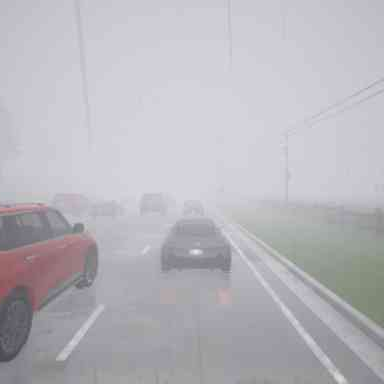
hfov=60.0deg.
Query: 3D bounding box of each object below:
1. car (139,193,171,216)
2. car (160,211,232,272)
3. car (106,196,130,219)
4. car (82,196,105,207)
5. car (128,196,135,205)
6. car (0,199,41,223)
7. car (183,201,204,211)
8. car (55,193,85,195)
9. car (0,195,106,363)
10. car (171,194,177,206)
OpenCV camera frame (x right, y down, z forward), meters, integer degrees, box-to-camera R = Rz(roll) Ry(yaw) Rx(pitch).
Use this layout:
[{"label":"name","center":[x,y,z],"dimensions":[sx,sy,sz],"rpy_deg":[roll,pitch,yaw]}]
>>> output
[{"label":"car","center":[-3.383,1.086,30.504],"dimensions":[2.150,2.045,5.566],"rpy_deg":[0,0,0]},{"label":"car","center":[0.106,1.515,10.603],"dimensions":[1.994,1.385,4.181],"rpy_deg":[0,0,0]},{"label":"car","center":[-6.885,1.369,27.524],"dimensions":[2.128,1.511,4.902],"rpy_deg":[0,0,0]},{"label":"car","center":[-13.874,1.353,47.218],"dimensions":[1.994,1.385,4.181],"rpy_deg":[0,0,0]},{"label":"car","center":[-10.370,1.305,54.192],"dimensions":[2.033,1.411,5.357],"rpy_deg":[0,0,0]},{"label":"car","center":[-13.886,1.378,25.695],"dimensions":[2.128,1.511,4.902],"rpy_deg":[0,0,0]},{"label":"car","center":[0.115,1.463,30.570],"dimensions":[1.895,1.301,4.718],"rpy_deg":[0,0,0]},{"label":"car","center":[-10.385,1.092,29.200],"dimensions":[2.150,2.045,5.566],"rpy_deg":[0,0,0]},{"label":"car","center":[-3.396,1.196,5.956],"dimensions":[2.150,2.045,5.566],"rpy_deg":[0,0,0]},{"label":"car","center":[-3.373,1.125,50.407],"dimensions":[2.097,1.767,4.553],"rpy_deg":[0,0,0]}]
